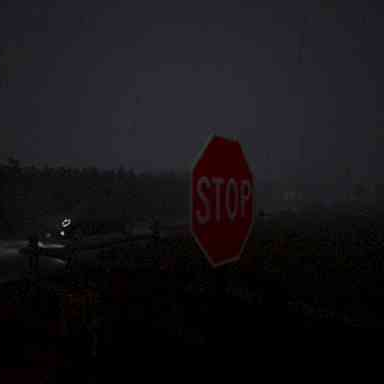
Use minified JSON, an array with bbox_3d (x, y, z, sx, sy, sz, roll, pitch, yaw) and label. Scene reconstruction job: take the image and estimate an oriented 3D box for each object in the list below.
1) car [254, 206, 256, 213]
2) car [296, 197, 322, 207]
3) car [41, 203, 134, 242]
[{"bbox_3d":[3.731,1.530,29.057,2.033,1.411,5.357,0,0,36],"label":"car"},{"bbox_3d":[16.114,1.341,46.002,2.033,1.411,5.357,0,1,-1],"label":"car"},{"bbox_3d":[-5.118,1.357,16.703,2.097,1.767,4.553,0,0,36],"label":"car"}]
